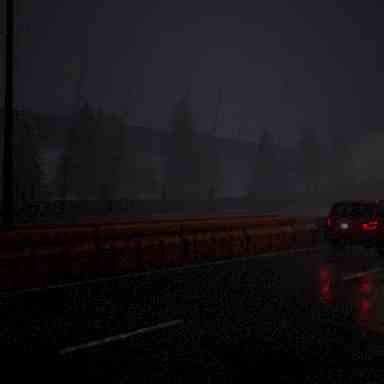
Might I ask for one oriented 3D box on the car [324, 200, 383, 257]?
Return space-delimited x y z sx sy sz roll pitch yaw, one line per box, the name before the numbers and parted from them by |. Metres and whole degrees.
car | 7.740 1.348 13.687 5.566 2.045 2.150 0 0 -36
